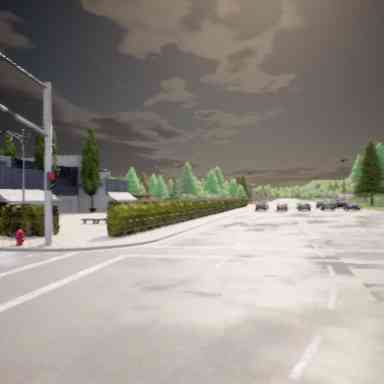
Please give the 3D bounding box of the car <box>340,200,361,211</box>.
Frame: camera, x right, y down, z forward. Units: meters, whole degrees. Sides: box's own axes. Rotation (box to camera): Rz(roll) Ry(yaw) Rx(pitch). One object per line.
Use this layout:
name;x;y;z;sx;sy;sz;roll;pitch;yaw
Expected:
car;25.099;2.282;52.340;1.895;1.301;4.718;-1;-1;16

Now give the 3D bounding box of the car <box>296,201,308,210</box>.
car;20.814;2.523;63.023;1.812;1.442;4.674;-1;-1;16

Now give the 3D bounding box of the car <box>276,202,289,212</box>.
car;14.977;2.425;55.133;2.128;1.511;4.902;-1;-1;16

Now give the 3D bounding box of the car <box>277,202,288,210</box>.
car;17.453;2.682;63.990;1.895;1.301;4.718;-1;-1;16

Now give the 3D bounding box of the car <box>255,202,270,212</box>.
car;11.794;2.528;56.516;1.837;1.490;4.892;-1;-1;16

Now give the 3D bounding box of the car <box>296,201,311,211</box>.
car;18.348;2.341;54.193;2.128;1.511;4.902;-1;-1;16

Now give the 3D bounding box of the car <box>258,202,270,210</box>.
car;14.074;2.729;64.902;1.994;1.385;4.181;-1;-1;16

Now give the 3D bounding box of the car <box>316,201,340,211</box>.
car;21.718;2.257;53.253;2.128;1.511;4.902;-1;-1;16

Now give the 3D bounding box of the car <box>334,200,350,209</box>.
car;27.554;2.311;61.145;1.882;1.535;5.008;-1;-1;16
